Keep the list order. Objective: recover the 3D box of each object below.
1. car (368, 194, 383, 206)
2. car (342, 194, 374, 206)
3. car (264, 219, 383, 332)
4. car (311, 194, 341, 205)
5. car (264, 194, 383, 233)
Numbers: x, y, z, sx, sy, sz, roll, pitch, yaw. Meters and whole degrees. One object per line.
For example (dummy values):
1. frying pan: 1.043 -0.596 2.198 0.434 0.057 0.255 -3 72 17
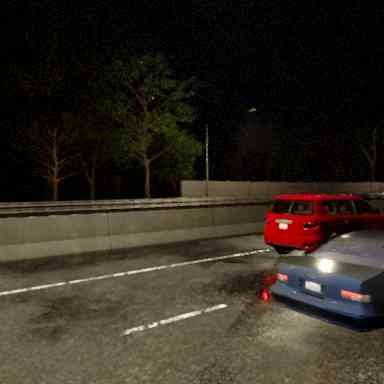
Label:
1. car: 25.375 1.031 43.527 4.902 1.511 2.128 0 0 -35
2. car: 23.086 1.048 46.192 4.892 1.490 1.837 0 0 -35
3. car: 3.920 1.475 6.578 5.357 1.411 2.033 -1 0 -35
4. car: 19.207 1.088 47.695 4.674 1.442 1.812 -1 0 -36
5. car: 4.946 1.108 11.585 5.566 2.045 2.150 0 0 -35
